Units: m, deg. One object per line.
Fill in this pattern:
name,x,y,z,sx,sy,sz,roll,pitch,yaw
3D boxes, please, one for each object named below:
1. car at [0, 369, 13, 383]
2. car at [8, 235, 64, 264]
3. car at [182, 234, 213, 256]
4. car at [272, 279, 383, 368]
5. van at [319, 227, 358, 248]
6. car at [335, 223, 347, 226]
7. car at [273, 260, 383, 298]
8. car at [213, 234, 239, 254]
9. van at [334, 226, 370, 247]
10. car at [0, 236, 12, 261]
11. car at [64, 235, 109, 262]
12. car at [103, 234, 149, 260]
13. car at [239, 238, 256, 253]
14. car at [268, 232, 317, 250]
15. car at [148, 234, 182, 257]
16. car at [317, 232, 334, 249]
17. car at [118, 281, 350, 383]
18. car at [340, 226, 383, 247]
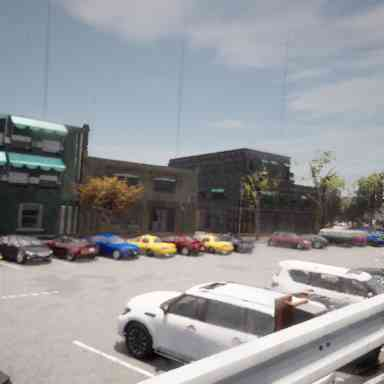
car,-4.191,3.091,4.895,4.553,1.767,2.185,3,-2,34
car,-10.768,3.506,21.074,4.892,1.521,2.231,1,-4,34
car,-1.176,4.349,27.972,5.008,1.535,2.097,1,-3,34
car,3.089,3.889,10.201,4.792,1.488,2.163,3,-2,34
van,17.899,5.808,41.833,4.442,1.987,1.878,1,-3,34
car,31.633,7.779,70.893,2.435,2.045,5.566,2,-2,36
car,5.606,3.827,11.935,5.566,2.045,2.435,3,-2,34
car,1.060,4.554,29.790,5.366,1.575,1.946,1,-3,34
van,20.296,6.018,43.556,4.442,1.987,1.878,1,-3,34
car,-13.002,3.294,19.256,5.366,1.575,1.946,1,-4,34
car,-8.395,3.745,22.809,4.792,1.488,2.163,1,-3,34
car,-5.976,3.927,24.516,5.008,1.535,2.097,1,-4,35
car,3.638,4.801,31.406,4.792,1.488,2.163,1,-4,34
car,10.782,5.278,36.612,4.553,1.767,2.185,1,-4,34
car,-3.732,4.133,26.343,5.366,1.575,1.946,1,-3,34
car,13.201,5.616,38.315,4.892,1.521,2.231,1,-3,34
car,0.662,3.394,8.446,5.566,2.045,2.435,3,-2,34
car,22.817,6.205,45.209,5.566,2.045,2.435,1,-4,34
